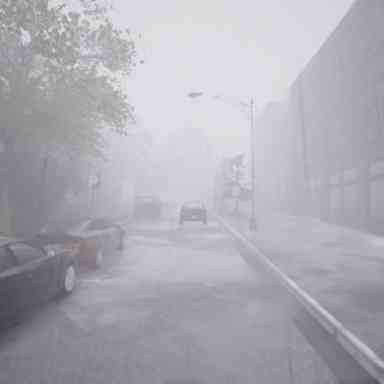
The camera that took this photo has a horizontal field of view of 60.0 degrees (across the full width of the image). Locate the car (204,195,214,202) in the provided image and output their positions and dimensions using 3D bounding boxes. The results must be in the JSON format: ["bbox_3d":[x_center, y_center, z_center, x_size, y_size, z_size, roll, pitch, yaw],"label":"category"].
[{"bbox_3d":[3.401,1.457,72.347,2.231,1.521,4.892,-2,-1,29],"label":"car"}]

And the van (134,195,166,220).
[{"bbox_3d":[-3.631,1.258,28.132,1.878,1.987,4.442,1,0,2],"label":"van"}]

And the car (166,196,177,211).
[{"bbox_3d":[-3.410,1.449,39.386,2.231,1.521,4.892,0,0,2],"label":"car"}]

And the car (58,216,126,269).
[{"bbox_3d":[-3.649,1.523,11.328,2.163,1.488,4.792,0,0,2],"label":"car"}]

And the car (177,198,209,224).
[{"bbox_3d":[0.095,1.490,24.840,1.882,1.535,5.008,0,0,0],"label":"car"}]

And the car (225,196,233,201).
[{"bbox_3d":[6.838,1.517,77.093,2.097,1.535,5.008,-3,-4,36],"label":"car"}]

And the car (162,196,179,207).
[{"bbox_3d":[-3.169,1.389,50.797,2.097,1.535,5.008,0,0,2],"label":"car"}]

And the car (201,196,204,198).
[{"bbox_3d":[0.138,1.480,42.796,2.033,1.411,5.357,0,0,1],"label":"car"}]

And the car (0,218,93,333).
[{"bbox_3d":[-3.645,1.487,5.721,2.097,1.535,5.008,0,0,2],"label":"car"}]

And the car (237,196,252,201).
[{"bbox_3d":[14.476,1.702,85.337,5.008,1.535,2.097,0,-3,-40],"label":"car"}]
